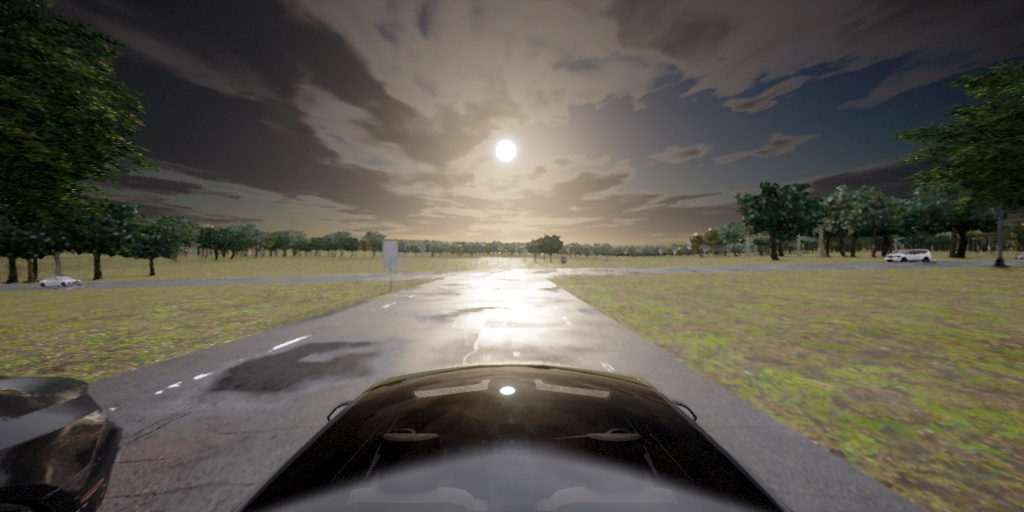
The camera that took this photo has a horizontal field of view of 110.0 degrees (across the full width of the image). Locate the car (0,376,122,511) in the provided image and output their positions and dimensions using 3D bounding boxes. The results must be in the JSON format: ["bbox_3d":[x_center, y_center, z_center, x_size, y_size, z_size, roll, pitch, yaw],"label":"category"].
[{"bbox_3d":[-3.600,1.248,0.358,1.837,1.490,4.892,0,-1,0],"label":"car"}]
